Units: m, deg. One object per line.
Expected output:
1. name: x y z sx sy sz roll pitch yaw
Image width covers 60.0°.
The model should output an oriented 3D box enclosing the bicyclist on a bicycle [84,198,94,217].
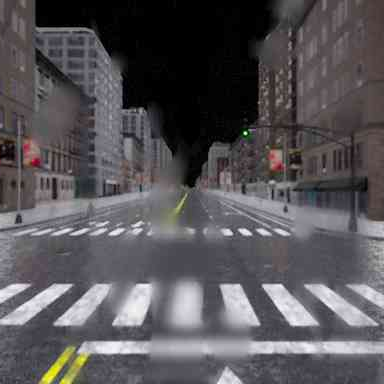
1. bicyclist on a bicycle: -8.782 1.297 28.656 0.866 1.612 1.509 0 1 0
